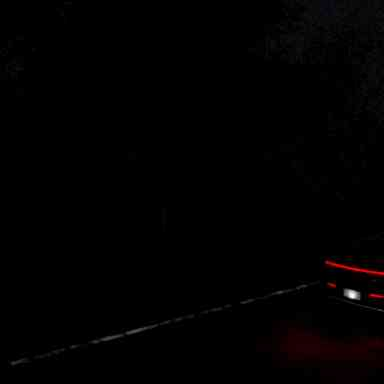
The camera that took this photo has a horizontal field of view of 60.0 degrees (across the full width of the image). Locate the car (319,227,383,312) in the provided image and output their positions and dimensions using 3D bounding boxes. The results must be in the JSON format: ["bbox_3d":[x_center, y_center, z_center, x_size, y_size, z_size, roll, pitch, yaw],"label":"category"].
[{"bbox_3d":[4.715,1.504,7.109,4.892,1.490,1.837,0,0,-35],"label":"car"}]
